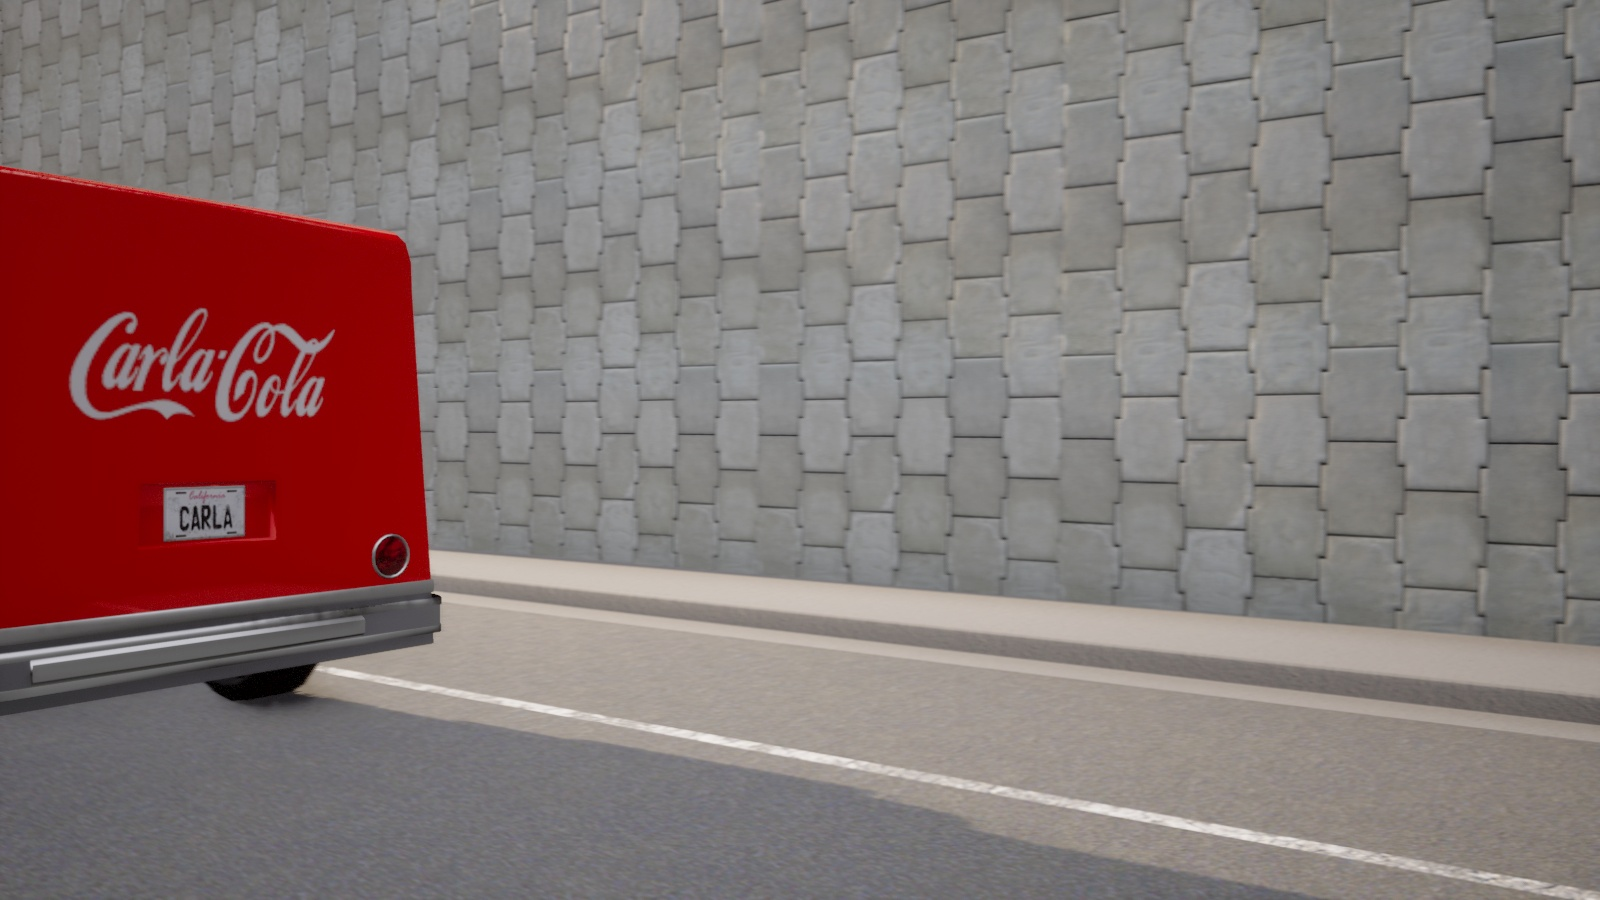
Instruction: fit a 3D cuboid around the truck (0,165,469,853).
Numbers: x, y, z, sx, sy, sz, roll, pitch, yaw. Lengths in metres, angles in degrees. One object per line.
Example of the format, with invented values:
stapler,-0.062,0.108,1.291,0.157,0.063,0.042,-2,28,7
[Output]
truck,-4.567,0.195,6.646,5.204,2.467,2.627,0,1,34
